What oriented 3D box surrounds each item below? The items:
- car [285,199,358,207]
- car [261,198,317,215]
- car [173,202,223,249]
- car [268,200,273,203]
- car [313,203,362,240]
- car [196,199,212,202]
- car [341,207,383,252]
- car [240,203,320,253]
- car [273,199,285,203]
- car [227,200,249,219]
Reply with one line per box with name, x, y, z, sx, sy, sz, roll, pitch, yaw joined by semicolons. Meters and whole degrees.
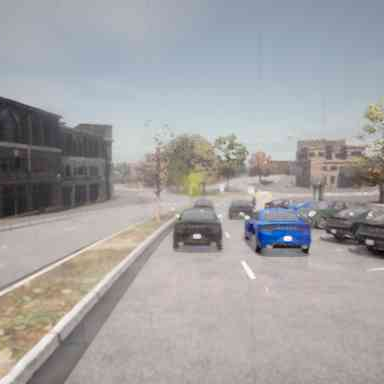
car;8.559;1.282;20.626;4.553;1.767;2.185;1;0;-16
car;9.397;1.430;32.414;4.792;1.488;2.163;1;0;-15
car;0.288;1.403;14.235;1.882;1.535;5.008;0;0;2
car;8.893;1.441;26.510;4.674;1.452;2.002;1;0;-15
car;8.263;1.420;14.721;4.892;1.521;2.231;1;0;-18
car;1.021;1.389;28.158;1.837;1.490;4.892;0;1;5
car;8.177;1.428;11.766;4.892;1.521;2.231;1;0;-18
car;3.256;1.412;13.445;1.882;1.535;5.008;0;-1;2
car;8.689;1.402;23.568;5.008;1.535;2.097;1;0;-16
car;4.018;1.404;27.988;1.837;1.490;4.892;0;1;5
